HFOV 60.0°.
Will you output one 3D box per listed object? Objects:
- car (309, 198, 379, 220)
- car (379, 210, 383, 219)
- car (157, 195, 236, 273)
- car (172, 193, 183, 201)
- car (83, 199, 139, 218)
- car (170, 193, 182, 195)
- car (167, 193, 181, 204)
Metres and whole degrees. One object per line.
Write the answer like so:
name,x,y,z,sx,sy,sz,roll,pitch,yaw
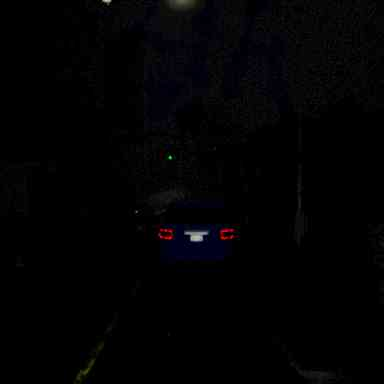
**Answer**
car,12.805,1.435,28.639,5.009,1.841,2.192,1,0,0
car,18.203,1.779,28.630,4.206,1.307,1.802,1,0,0
car,0.124,1.251,10.953,2.150,2.045,5.566,0,0,0
car,-2.598,0.882,61.105,1.895,1.301,4.718,0,1,1
car,-6.936,1.339,28.521,4.892,1.490,1.837,1,-2,18
car,-2.729,1.193,41.391,2.128,1.511,4.902,0,1,-1
car,-2.678,0.986,50.799,1.882,1.535,5.008,0,1,0
